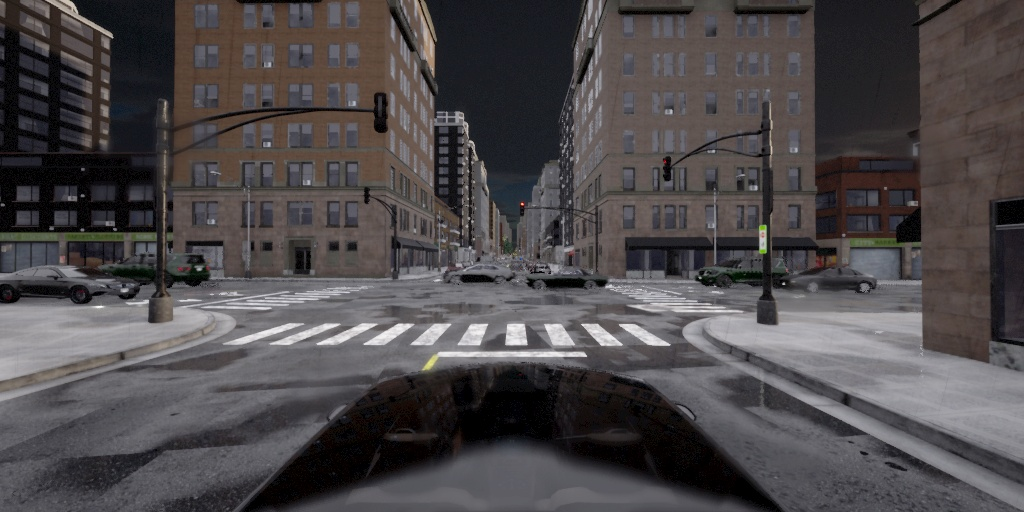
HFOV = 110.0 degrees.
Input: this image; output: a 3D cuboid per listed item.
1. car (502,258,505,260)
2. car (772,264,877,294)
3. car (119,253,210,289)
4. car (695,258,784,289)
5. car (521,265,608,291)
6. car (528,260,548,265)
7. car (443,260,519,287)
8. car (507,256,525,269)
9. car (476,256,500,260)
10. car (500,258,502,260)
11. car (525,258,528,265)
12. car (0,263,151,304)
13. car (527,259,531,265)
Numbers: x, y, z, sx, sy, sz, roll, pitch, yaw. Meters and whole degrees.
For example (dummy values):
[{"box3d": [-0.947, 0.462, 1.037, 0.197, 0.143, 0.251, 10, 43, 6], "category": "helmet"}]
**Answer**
[{"box3d": [-2.529, 1.353, 58.148, 1.895, 1.301, 4.718, 0, 0, 1], "category": "car"}, {"box3d": [18.319, 1.407, 20.956, 4.892, 1.490, 1.837, 1, -1, 0], "category": "car"}, {"box3d": [-21.135, 0.846, 21.202, 5.566, 2.045, 2.150, 1, -1, 0], "category": "car"}, {"box3d": [15.495, 1.136, 24.225, 5.566, 2.045, 2.150, 0, -1, 0], "category": "car"}, {"box3d": [3.078, 1.356, 21.039, 4.718, 1.301, 1.895, 0, 0, 0], "category": "car"}, {"box3d": [2.962, 1.319, 36.197, 1.948, 1.339, 4.313, 0, 0, 1], "category": "car"}, {"box3d": [-2.167, 1.245, 24.321, 4.902, 1.511, 2.128, 0, 0, 0], "category": "car"}, {"box3d": [0.644, 1.243, 56.960, 2.128, 1.511, 4.902, 0, 0, 1], "category": "car"}, {"box3d": [-2.787, 0.976, 37.804, 2.150, 2.045, 5.566, 0, 0, 1], "category": "car"}, {"box3d": [-2.665, 1.258, 47.892, 1.837, 1.490, 4.892, 0, 0, 1], "category": "car"}, {"box3d": [3.096, 1.303, 47.258, 2.007, 1.370, 4.403, 0, 0, 1], "category": "car"}, {"box3d": [-17.929, 1.106, 14.483, 4.674, 1.442, 1.812, 0, -1, 1], "category": "car"}, {"box3d": [3.029, 1.298, 41.728, 1.888, 1.381, 4.507, 0, 0, 1], "category": "car"}]
